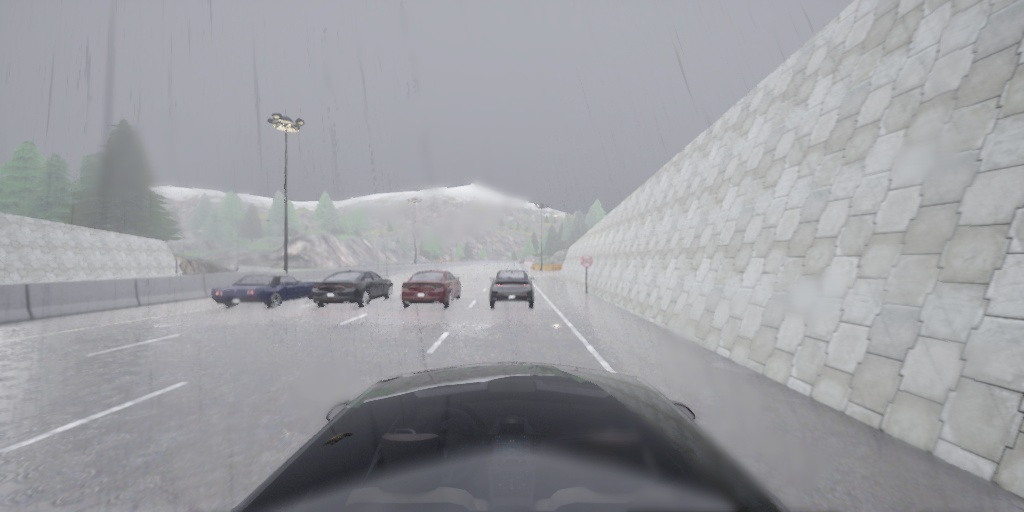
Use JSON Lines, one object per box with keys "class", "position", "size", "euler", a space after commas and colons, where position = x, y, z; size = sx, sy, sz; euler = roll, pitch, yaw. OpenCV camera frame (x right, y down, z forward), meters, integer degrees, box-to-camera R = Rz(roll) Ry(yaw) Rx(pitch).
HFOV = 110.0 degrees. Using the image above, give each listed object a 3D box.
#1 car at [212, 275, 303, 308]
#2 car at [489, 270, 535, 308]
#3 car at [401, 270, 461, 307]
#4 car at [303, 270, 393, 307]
{"class": "car", "position": [-10.507, 1.486, 15.930], "size": [1.895, 1.301, 4.718], "euler": [0, -1, 0]}
{"class": "car", "position": [-0.005, 1.380, 16.124], "size": [2.128, 1.511, 4.902], "euler": [0, 0, 0]}
{"class": "car", "position": [-3.504, 1.366, 16.300], "size": [1.882, 1.535, 5.008], "euler": [0, 0, 0]}
{"class": "car", "position": [-7.004, 1.366, 16.306], "size": [1.882, 1.535, 5.008], "euler": [0, 0, 0]}
